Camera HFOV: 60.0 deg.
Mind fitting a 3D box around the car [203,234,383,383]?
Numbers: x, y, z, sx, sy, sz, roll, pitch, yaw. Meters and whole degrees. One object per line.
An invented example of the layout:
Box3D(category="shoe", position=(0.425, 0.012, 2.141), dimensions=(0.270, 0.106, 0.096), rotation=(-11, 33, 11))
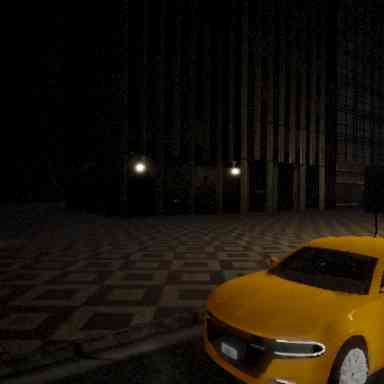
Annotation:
Box3D(category="car", position=(2.442, 1.478, 5.122), dimensions=(5.008, 1.535, 1.882), rotation=(0, 0, -36))
